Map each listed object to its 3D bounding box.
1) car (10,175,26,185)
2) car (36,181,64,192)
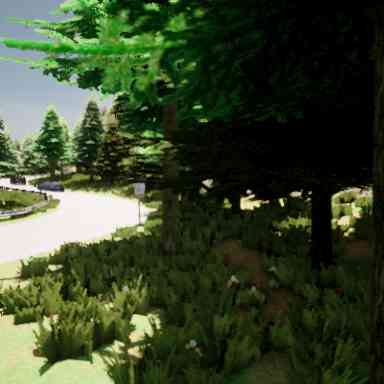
[{"bbox_3d":[-27.744,-1.967,53.072,1.837,1.490,4.892,0,5,-35],"label":"car"},{"bbox_3d":[-19.003,-0.820,44.555,4.181,1.385,1.994,6,3,35],"label":"car"}]
